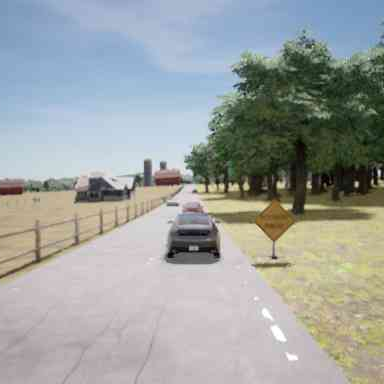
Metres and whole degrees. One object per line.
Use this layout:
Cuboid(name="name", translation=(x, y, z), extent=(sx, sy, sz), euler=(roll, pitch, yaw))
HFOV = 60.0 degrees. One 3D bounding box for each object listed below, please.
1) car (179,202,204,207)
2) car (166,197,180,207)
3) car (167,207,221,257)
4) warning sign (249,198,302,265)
Cuboid(name="car", translation=(0.085, 1.582, 28.857), extent=(1.812, 1.442, 4.674), euler=(0, 0, 0))
Cuboid(name="car", translation=(-2.815, 1.466, 49.572), extent=(1.895, 1.301, 4.718), euler=(0, 1, 0))
Cuboid(name="car", translation=(0.073, 1.548, 13.066), extent=(1.837, 1.490, 4.892), euler=(0, 0, 0))
Cuboid(name="warning sign", translation=(2.471, 1.148, 10.029), extent=(1.300, 1.860, 1.060), euler=(1, 1, 0))
